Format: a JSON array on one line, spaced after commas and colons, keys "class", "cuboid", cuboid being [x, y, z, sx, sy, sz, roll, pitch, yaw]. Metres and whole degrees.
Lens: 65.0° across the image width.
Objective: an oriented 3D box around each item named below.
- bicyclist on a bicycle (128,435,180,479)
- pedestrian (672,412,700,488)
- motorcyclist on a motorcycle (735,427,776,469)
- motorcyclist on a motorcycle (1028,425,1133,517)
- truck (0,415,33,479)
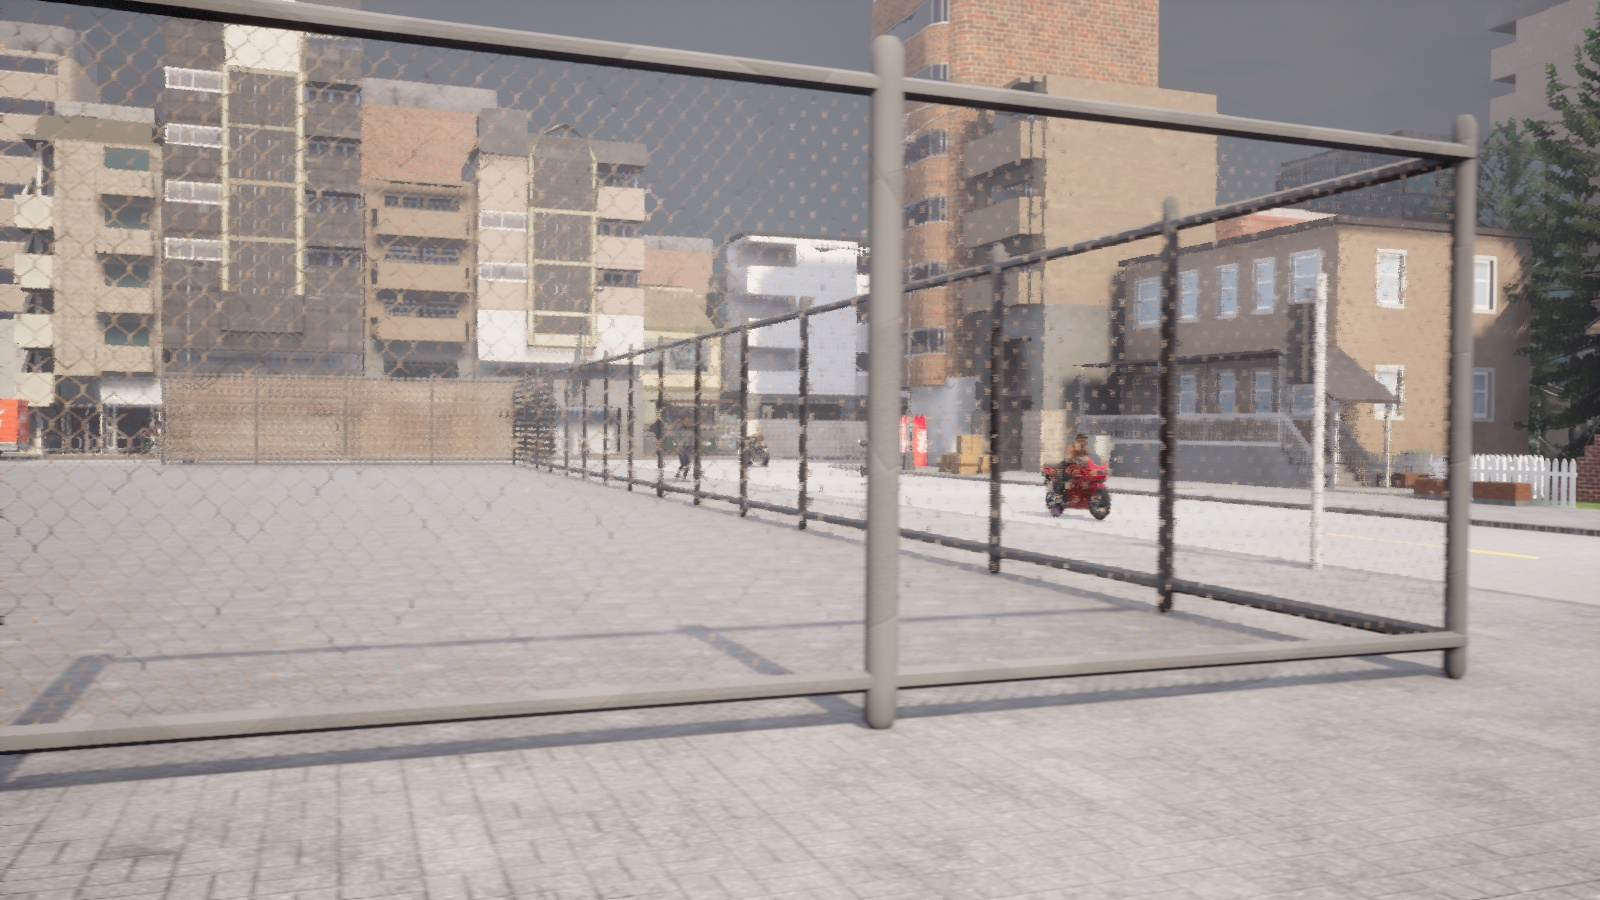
[{"class": "bicyclist on a bicycle", "cuboid": [-24.463, 0.255, 47.558, 1.656, 1.620, 0.582, -1, 1, -20]}, {"class": "pedestrian", "cuboid": [-2.987, -0.008, 32.829, 0.423, 1.949, 0.788, -1, 1, -28]}, {"class": "motorcyclist on a motorcycle", "cuboid": [-1.807, -0.084, 50.839, 0.766, 1.649, 2.350, -1, 1, -25]}, {"class": "motorcyclist on a motorcycle", "cuboid": [4.892, 0.350, 22.035, 0.797, 1.523, 2.044, -1, 0, -20]}, {"class": "truck", "cuboid": [-33.024, -0.097, 48.638, 5.204, 2.467, 2.627, -1, 1, -21]}]
